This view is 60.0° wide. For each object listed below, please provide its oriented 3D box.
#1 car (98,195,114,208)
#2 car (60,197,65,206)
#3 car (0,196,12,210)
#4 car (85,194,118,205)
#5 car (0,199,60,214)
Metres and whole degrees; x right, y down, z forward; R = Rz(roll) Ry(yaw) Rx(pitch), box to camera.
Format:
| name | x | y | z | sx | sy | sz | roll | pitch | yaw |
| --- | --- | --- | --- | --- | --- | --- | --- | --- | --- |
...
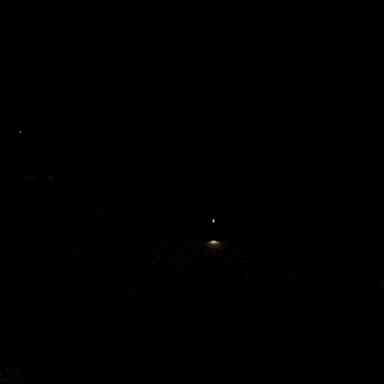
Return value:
| name | x | y | z | sx | sy | sz | roll | pitch | yaw |
| --- | --- | --- | --- | --- | --- | --- | --- | --- | --- |
| car | -9.002 | 1.243 | 40.054 | 1.802 | 1.307 | 4.206 | 2 | 2 | 35 |
| car | -16.251 | 1.130 | 44.569 | 2.008 | 1.369 | 4.403 | 2 | 2 | 35 |
| car | -22.385 | 1.231 | 35.954 | 1.752 | 1.417 | 4.829 | 2 | 2 | 35 |
| car | -13.235 | 1.081 | 48.807 | 1.947 | 1.339 | 4.313 | 2 | 2 | 35 |
| car | -15.240 | 1.340 | 31.292 | 2.008 | 1.369 | 4.403 | 2 | 2 | 35 |
